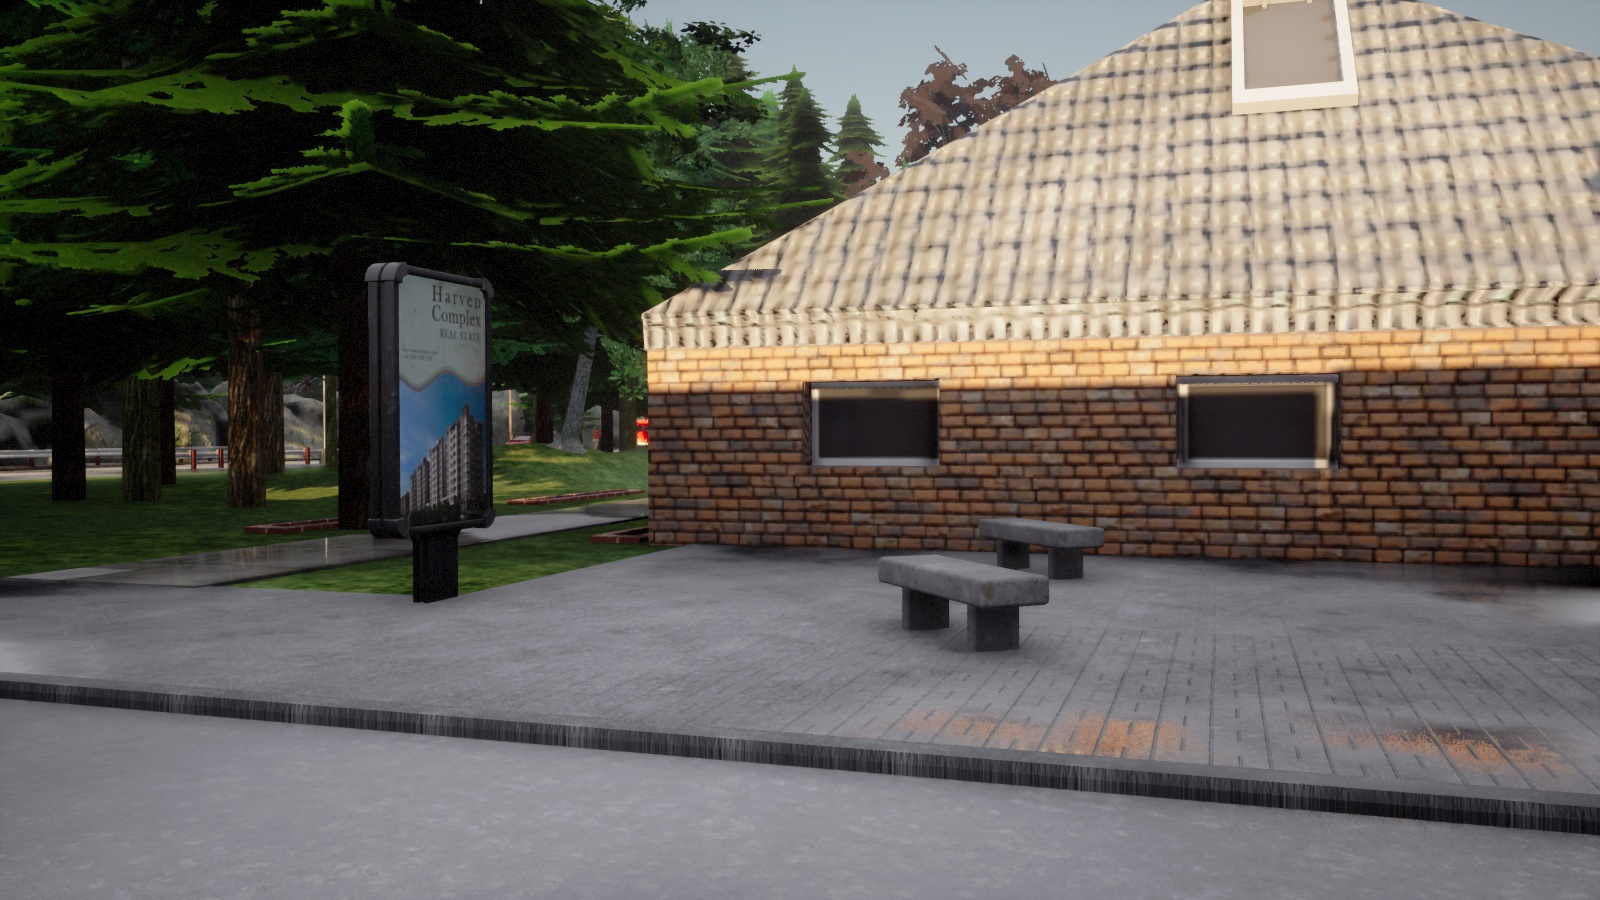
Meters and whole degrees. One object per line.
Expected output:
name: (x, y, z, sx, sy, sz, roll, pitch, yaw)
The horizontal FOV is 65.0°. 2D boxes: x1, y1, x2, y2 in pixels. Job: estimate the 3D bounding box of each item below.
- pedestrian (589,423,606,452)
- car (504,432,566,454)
pedestrian: (-12.921, -0.797, 80.264, 0.634, 1.844, 0.899, 1, 1, 36)
car: (-16.864, -0.456, 80.164, 1.994, 1.385, 4.181, 1, 1, 18)
